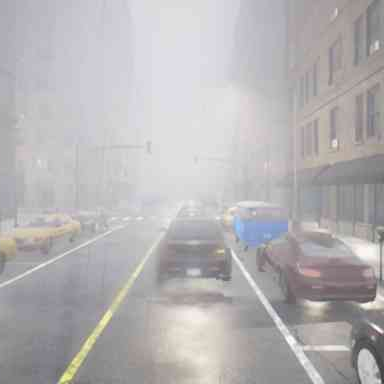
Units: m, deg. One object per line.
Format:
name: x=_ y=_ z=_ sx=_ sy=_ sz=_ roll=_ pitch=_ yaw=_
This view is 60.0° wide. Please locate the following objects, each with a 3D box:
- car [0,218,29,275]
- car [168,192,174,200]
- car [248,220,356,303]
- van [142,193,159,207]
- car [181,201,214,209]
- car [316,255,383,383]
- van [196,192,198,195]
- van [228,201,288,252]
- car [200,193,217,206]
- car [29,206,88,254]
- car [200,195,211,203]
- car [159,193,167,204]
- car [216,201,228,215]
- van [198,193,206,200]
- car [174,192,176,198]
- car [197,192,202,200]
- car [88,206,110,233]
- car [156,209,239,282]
car: x=-5.878 y=1.506 z=7.617 sx=1.752 sy=1.417 sz=4.829 roll=0 pitch=0 yaw=0
car: x=-6.092 y=1.255 z=79.835 sx=1.887 sy=1.381 sz=4.507 roll=0 pitch=0 yaw=0
car: x=2.647 y=1.562 z=7.827 sx=1.802 sy=1.307 sz=4.206 roll=0 pitch=0 yaw=0
van: x=-5.993 y=1.194 z=46.318 sx=1.690 sy=1.788 sz=3.998 roll=0 pitch=0 yaw=0
car: x=0.001 y=1.489 z=19.799 sx=2.033 sy=1.411 sz=5.357 roll=0 pitch=0 yaw=0
car: x=2.664 y=1.546 z=2.157 sx=2.008 sy=1.369 sz=4.403 roll=0 pitch=0 yaw=0
van: x=2.450 y=1.079 z=74.286 sx=1.690 sy=1.788 sz=3.998 roll=0 pitch=0 yaw=0
van: x=2.630 y=1.303 z=13.496 sx=1.690 sy=1.788 sz=3.998 roll=0 pitch=0 yaw=0
car: x=2.532 y=1.293 z=46.361 sx=1.967 sy=1.590 sz=4.097 roll=0 pitch=0 yaw=0
car: x=-5.895 y=1.488 z=13.286 sx=1.752 sy=1.417 sz=4.829 roll=0 pitch=0 yaw=0
car: x=2.483 y=1.356 z=63.116 sx=1.947 sy=1.339 sz=4.313 roll=0 pitch=0 yaw=0
car: x=-6.027 y=1.127 z=57.490 sx=2.192 sy=1.841 sz=5.009 roll=0 pitch=0 yaw=0
car: x=2.613 y=1.468 z=19.336 sx=1.752 sy=1.417 sz=4.829 roll=0 pitch=0 yaw=0
van: x=2.433 y=1.051 z=79.871 sx=1.690 sy=1.788 sz=3.998 roll=0 pitch=0 yaw=0
car: x=-6.126 y=1.218 z=91.008 sx=1.947 sy=1.339 sz=4.313 roll=0 pitch=0 yaw=0
car: x=2.499 y=1.127 z=57.531 sx=2.192 sy=1.841 sz=5.009 roll=0 pitch=0 yaw=0
car: x=-5.912 y=1.494 z=19.123 sx=2.008 sy=1.369 sz=4.403 roll=0 pitch=0 yaw=0
car: x=0.053 y=1.480 z=9.665 sx=1.837 sy=1.490 sz=4.892 roll=0 pitch=0 yaw=0
